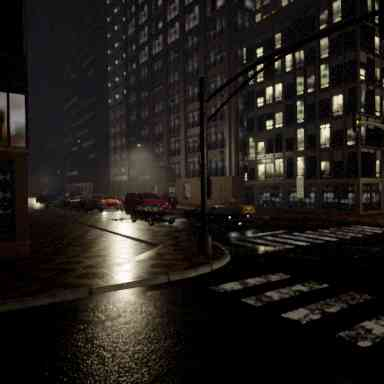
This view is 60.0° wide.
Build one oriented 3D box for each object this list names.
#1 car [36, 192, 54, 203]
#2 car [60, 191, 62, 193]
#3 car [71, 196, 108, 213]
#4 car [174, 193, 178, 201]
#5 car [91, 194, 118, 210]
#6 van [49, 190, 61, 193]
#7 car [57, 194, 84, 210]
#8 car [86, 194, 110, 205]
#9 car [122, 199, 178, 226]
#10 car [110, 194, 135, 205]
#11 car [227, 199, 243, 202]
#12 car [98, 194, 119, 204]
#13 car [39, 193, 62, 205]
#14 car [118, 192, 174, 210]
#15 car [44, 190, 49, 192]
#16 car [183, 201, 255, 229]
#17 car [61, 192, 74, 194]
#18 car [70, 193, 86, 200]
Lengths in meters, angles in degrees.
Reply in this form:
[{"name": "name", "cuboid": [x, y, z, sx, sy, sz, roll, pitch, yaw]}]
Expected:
[{"name": "car", "cuboid": [-23.238, 1.127, 52.091, 1.887, 1.381, 4.507, -1, 1, -35]}, {"name": "car", "cuboid": [-26.005, 0.726, 70.803, 1.967, 1.590, 4.097, -1, 1, -35]}, {"name": "car", "cuboid": [-10.389, 1.350, 33.536, 1.947, 1.339, 4.313, -1, 1, -35]}, {"name": "car", "cuboid": [-3.525, 0.956, 38.337, 2.192, 1.841, 5.009, -1, 1, -35]}, {"name": "car", "cuboid": [-9.721, 1.069, 37.115, 2.097, 1.767, 4.553, -1, 1, -35]}, {"name": "van", "cuboid": [-32.428, 0.523, 80.077, 1.690, 1.788, 3.998, -1, 1, -35]}, {"name": "car", "cuboid": [-13.602, 1.285, 38.174, 2.008, 1.369, 4.403, -1, 1, -35]}, {"name": "car", "cuboid": [-13.868, 1.035, 48.710, 1.882, 1.535, 5.008, -1, 1, -35]}, {"name": "car", "cuboid": [-2.736, 1.451, 22.532, 2.008, 1.369, 4.403, -1, 1, -35]}, {"name": "car", "cuboid": [-9.947, 1.086, 47.615, 1.887, 1.381, 4.507, -1, 1, -35]}, {"name": "car", "cuboid": [3.247, 1.271, 28.495, 1.752, 1.417, 4.829, -1, 1, -35]}, {"name": "car", "cuboid": [-13.159, 1.073, 52.253, 1.802, 1.307, 4.206, -1, 1, -35]}, {"name": "car", "cuboid": [-20.026, 1.215, 47.452, 1.802, 1.307, 4.206, -1, 1, -35]}, {"name": "car", "cuboid": [-4.112, 1.025, 28.999, 2.150, 2.045, 5.566, -1, 1, -34]}, {"name": "car", "cuboid": [-35.640, 0.681, 84.717, 2.008, 1.369, 4.403, -1, 1, -35]}, {"name": "car", "cuboid": [1.482, 1.489, 20.954, 1.895, 1.301, 4.718, -1, 1, -35]}, {"name": "car", "cuboid": [-21.613, 0.998, 59.892, 1.994, 1.385, 4.181, -1, 1, -35]}, {"name": "car", "cuboid": [-22.794, 0.882, 66.166, 1.887, 1.381, 4.507, -1, 1, -35]}]
